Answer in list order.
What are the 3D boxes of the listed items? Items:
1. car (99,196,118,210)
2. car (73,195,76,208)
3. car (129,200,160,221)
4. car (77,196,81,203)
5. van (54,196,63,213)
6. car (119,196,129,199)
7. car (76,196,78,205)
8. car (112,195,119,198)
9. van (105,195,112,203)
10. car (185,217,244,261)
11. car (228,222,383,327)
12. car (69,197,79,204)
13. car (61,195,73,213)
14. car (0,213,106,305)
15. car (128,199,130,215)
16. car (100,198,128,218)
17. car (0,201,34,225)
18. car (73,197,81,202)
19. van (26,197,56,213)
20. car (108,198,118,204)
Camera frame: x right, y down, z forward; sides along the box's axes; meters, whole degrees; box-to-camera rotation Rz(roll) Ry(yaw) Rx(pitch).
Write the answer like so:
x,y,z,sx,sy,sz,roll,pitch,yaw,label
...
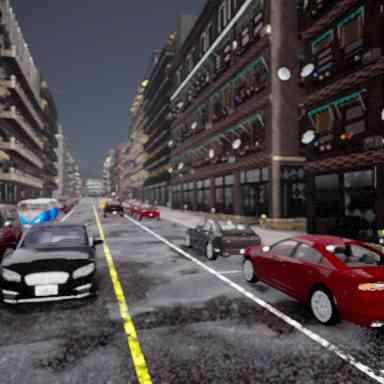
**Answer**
x,y,z,sx,sy,sz,roll,pitch,yaw,label
-11.113,1.645,43.400,1.882,1.535,5.008,0,0,-17,car
-16.269,1.456,41.879,2.192,1.841,5.009,2,-1,-17,car
-3.860,1.654,28.264,1.887,1.381,4.507,2,-1,-17,car
-24.373,1.605,68.316,2.192,1.841,5.009,2,-1,-17,car
-11.408,1.411,26.016,1.690,1.788,3.998,2,-1,-17,van
-7.092,1.595,38.844,1.967,1.590,4.097,2,-1,-17,car
-19.518,1.761,52.452,1.947,1.339,4.313,2,-1,-17,car
-10.371,1.521,49.409,2.192,1.841,5.009,2,-1,-17,car
-21.720,1.783,86.428,1.690,1.788,3.998,1,-1,-17,van
1.001,1.605,12.400,2.008,1.369,4.403,2,-1,-17,car
2.622,1.584,7.111,1.887,1.381,4.507,2,-1,-17,car
-26.000,1.871,73.602,1.887,1.381,4.507,2,-1,-17,car
-14.648,1.432,36.592,2.192,1.841,5.009,2,-1,-17,car
-3.327,1.512,8.343,2.128,1.511,4.902,0,0,-17,car
-5.481,1.676,33.551,1.887,1.381,4.507,2,-1,-17,car
-7.573,1.617,31.867,1.837,1.490,4.892,0,-1,-17,car
-6.544,1.330,10.154,2.192,1.841,5.009,2,-1,-17,car
-30.865,2.027,89.466,1.802,1.307,4.206,2,-1,-17,car
-9.786,1.390,20.727,1.690,1.788,3.998,2,-1,-17,van
-16.862,1.911,70.560,1.802,1.307,4.206,2,-1,-17,car
